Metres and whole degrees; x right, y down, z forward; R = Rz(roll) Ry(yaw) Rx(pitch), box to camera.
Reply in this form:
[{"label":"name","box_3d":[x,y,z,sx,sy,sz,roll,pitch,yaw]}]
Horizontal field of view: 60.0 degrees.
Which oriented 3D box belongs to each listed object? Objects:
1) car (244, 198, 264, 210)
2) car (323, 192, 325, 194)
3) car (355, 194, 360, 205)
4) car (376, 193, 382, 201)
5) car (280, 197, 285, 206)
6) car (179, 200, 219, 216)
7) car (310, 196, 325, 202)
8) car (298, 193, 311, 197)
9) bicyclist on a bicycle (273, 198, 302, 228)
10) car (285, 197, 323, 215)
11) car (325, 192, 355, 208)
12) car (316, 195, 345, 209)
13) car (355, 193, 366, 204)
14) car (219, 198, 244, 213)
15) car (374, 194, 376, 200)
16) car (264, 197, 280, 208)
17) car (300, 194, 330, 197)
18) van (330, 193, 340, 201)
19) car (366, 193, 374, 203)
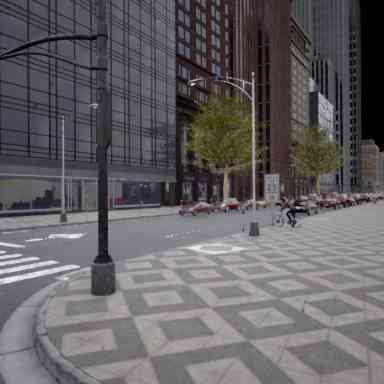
[{"label":"car","box_3d":[6.844,1.495,41.013,1.802,1.307,4.206,0,0,35]},{"label":"car","box_3d":[22.175,1.053,52.796,2.150,2.045,5.566,-1,0,35]},{"label":"car","box_3d":[23.451,1.379,50.114,1.947,1.339,4.313,0,0,35]},{"label":"car","box_3d":[42.625,1.360,77.988,1.802,1.307,4.206,-1,0,35]},{"label":"car","box_3d":[13.236,1.456,50.306,1.947,1.339,4.313,0,0,35]},{"label":"car","box_3d":[0.452,1.525,31.720,1.802,1.307,4.206,0,0,35]},{"label":"car","box_3d":[26.021,1.419,68.892,1.947,1.339,4.313,0,0,35]},{"label":"car","box_3d":[19.628,1.416,59.599,1.887,1.381,4.507,0,0,35]},{"label":"bicyclist on a bicycle","box_3d":[5.240,1.177,18.414,1.656,1.620,0.582,-1,0,35]},{"label":"car","box_3d":[10.668,1.425,31.531,1.947,1.339,4.313,0,0,35]},{"label":"car","box_3d":[20.254,1.137,45.470,2.192,1.841,5.009,0,0,35]},{"label":"car","box_3d":[17.059,1.378,40.823,1.887,1.381,4.507,0,0,35]},{"label":"car","box_3d":[26.646,1.119,54.760,2.192,1.841,5.009,0,0,35]},{"label":"car","box_3d":[3.646,1.367,36.366,1.967,1.590,4.097,0,0,35]},{"label":"car","box_3d":[36.330,1.304,68.837,1.752,1.417,4.829,-1,0,35]},{"label":"car","box_3d":[9.943,1.427,45.519,1.752,1.417,4.829,0,0,35]},{"label":"car","box_3d":[16.489,1.340,44.529,2.128,1.511,4.902,-1,0,35]},{"label":"van","box_3d":[35.607,1.187,82.831,1.690,1.788,3.998,-1,0,35]},{"label":"car","box_3d":[33.038,1.101,64.053,2.192,1.841,5.009,0,0,35]}]
